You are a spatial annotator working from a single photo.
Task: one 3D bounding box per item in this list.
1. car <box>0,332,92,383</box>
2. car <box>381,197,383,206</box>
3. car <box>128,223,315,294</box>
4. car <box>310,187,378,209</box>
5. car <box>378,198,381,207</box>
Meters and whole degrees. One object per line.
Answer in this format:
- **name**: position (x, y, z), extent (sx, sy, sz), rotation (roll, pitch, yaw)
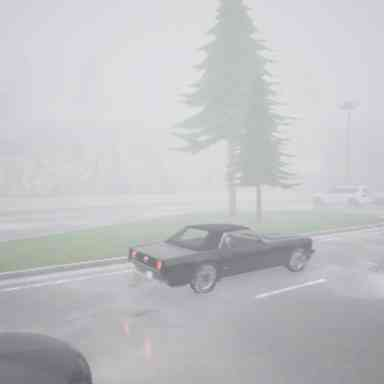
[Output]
- **car**: position (-2.836, 1.539, 1.609), extent (4.674, 1.442, 1.812), rotation (-1, 1, -37)
- **car**: position (15.042, 0.914, 22.483), extent (1.882, 1.535, 5.008), rotation (0, 1, 8)
- **car**: position (0.932, 1.454, 8.394), extent (4.718, 1.301, 1.895), rotation (-1, 1, -33)
- **car**: position (14.437, 0.507, 32.390), extent (5.566, 2.045, 2.150), rotation (0, 0, 44)
- **car**: position (19.644, 0.780, 31.317), extent (2.033, 1.411, 5.357), rotation (-1, 1, -31)
